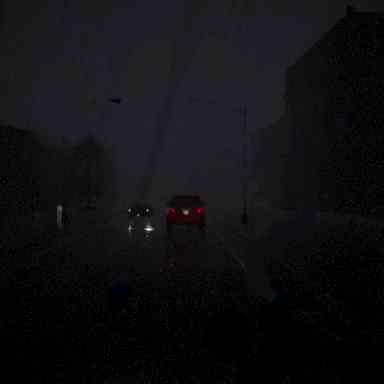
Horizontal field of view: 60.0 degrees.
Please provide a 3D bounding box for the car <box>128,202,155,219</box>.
[{"bbox_3d":[-4.348,1.537,28.807,1.895,1.301,4.718,0,0,-2],"label":"car"}]

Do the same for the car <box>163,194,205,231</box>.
[{"bbox_3d":[-0.397,1.173,20.245,2.150,2.045,5.566,0,0,-2],"label":"car"}]

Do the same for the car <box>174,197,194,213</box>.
[{"bbox_3d":[-0.895,1.403,37.173,2.128,1.511,4.902,0,0,-2],"label":"car"}]

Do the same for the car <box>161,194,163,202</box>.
[{"bbox_3d":[-5.602,1.169,69.857,1.882,1.535,5.008,0,1,-5],"label":"car"}]
